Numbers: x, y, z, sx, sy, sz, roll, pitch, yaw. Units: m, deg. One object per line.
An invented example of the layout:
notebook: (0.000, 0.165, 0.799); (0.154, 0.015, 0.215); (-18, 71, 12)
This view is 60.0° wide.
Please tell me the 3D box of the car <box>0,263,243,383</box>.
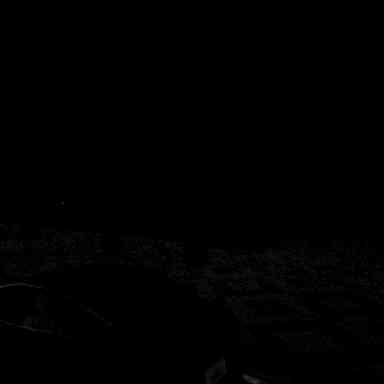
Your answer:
car: (-1.493, 1.566, 4.025); (4.313, 1.339, 1.947); (0, 0, 35)
